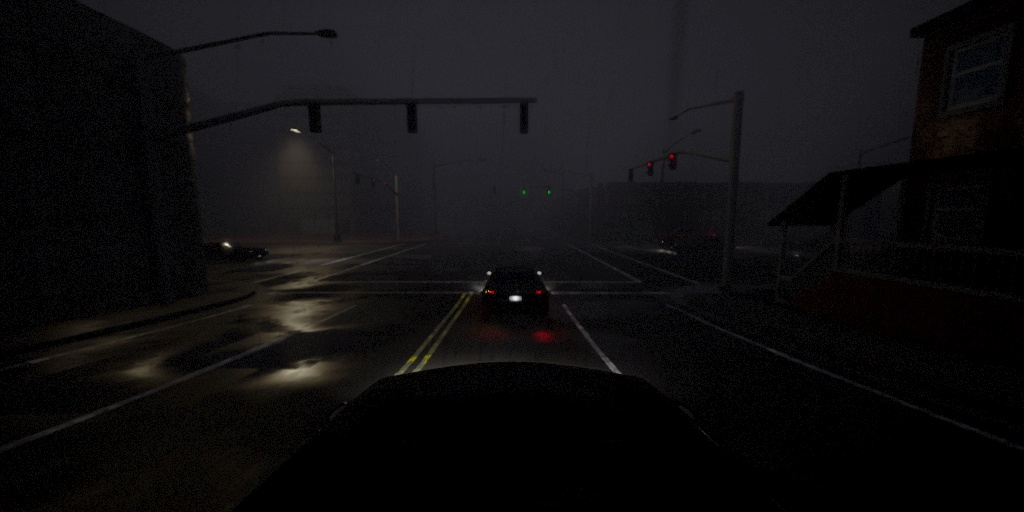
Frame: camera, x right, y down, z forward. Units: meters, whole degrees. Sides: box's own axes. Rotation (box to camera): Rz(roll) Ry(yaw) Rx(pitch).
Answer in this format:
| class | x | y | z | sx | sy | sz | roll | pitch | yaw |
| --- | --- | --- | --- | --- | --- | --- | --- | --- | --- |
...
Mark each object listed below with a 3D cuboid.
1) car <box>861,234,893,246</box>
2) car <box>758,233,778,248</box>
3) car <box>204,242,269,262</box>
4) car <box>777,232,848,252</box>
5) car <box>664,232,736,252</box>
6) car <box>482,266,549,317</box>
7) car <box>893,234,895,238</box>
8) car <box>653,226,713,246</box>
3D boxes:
| class | x | y | z | sx | sy | sz | roll | pitch | yaw |
| --- | --- | --- | --- | --- | --- | --- | --- | --- | --- |
| car | 37.097 | -1.502 | 35.095 | 4.718 | 1.301 | 1.895 | 0 | 6 | 1 |
| car | 26.937 | -1.619 | 35.154 | 4.902 | 1.511 | 2.128 | 0 | 6 | 0 |
| car | -19.605 | -0.313 | 24.747 | 4.718 | 1.301 | 1.895 | 0 | 6 | 0 |
| car | 26.879 | -1.234 | 31.673 | 5.008 | 1.535 | 1.882 | 0 | 6 | 0 |
| car | 16.782 | -1.169 | 31.733 | 5.357 | 1.411 | 2.033 | 0 | 6 | 0 |
| car | 0.080 | 1.002 | 11.861 | 1.994 | 1.385 | 4.181 | 0 | 4 | 0 |
| car | 37.198 | -1.201 | 31.604 | 4.892 | 1.490 | 1.837 | 0 | 6 | 1 |
| car | 16.908 | -1.889 | 35.172 | 5.566 | 2.045 | 2.150 | 0 | 6 | 0 |
